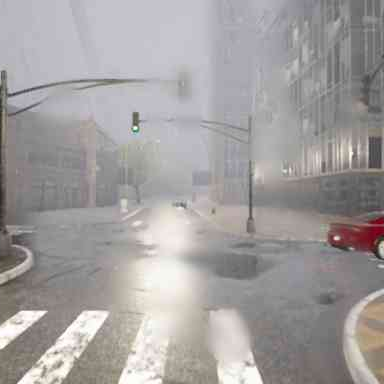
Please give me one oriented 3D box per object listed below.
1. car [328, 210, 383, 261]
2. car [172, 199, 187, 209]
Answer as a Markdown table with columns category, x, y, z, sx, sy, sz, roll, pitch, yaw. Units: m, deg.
| category | x | y | z | sx | sy | sz | roll | pitch | yaw |
| --- | --- | --- | --- | --- | --- | --- | --- | --- | --- |
| car | 7.244 | 1.388 | 11.486 | 5.008 | 1.535 | 1.882 | 0 | -3 | -11 |
| car | -1.718 | 1.557 | 44.475 | 1.895 | 1.301 | 4.718 | 0 | 0 | -3 |
